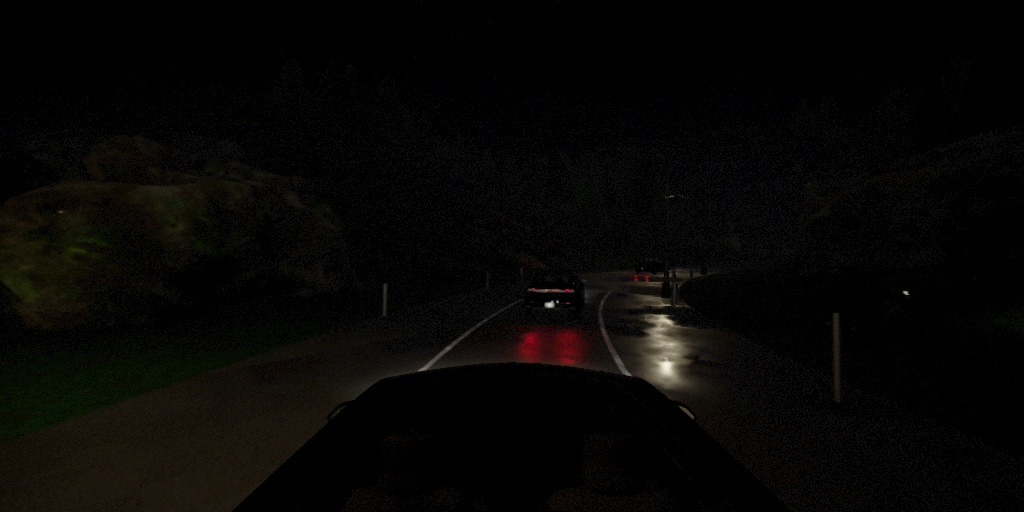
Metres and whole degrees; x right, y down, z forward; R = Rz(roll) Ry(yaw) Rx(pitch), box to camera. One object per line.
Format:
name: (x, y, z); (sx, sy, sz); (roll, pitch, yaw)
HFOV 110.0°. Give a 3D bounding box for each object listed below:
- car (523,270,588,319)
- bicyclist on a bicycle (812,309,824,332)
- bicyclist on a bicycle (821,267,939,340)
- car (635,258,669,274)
car: (1.671, 1.248, 13.087); (2.128, 1.511, 4.902); (1, 0, 13)
bicyclist on a bicycle: (8.190, 1.088, 8.676); (1.656, 1.620, 0.582); (-15, -2, 40)
bicyclist on a bicycle: (7.993, 1.085, 7.876); (0.582, 1.620, 1.656); (-11, -4, -41)
car: (14.317, 0.942, 36.451); (2.128, 1.511, 4.902); (1, 2, 45)
